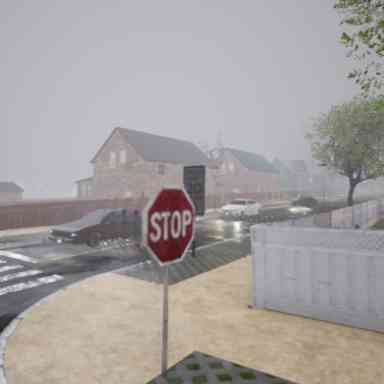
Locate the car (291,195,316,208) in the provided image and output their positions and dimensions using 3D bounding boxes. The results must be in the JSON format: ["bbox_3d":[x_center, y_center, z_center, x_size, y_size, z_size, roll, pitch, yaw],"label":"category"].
[{"bbox_3d":[13.073,1.059,38.869,1.994,1.385,4.181,1,1,36],"label":"car"}]

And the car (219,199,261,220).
[{"bbox_3d":[3.855,1.261,25.859,1.812,1.442,4.674,1,1,35],"label":"car"}]

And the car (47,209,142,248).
[{"bbox_3d":[-3.681,1.482,15.132,2.033,1.411,5.357,1,1,34],"label":"car"}]
